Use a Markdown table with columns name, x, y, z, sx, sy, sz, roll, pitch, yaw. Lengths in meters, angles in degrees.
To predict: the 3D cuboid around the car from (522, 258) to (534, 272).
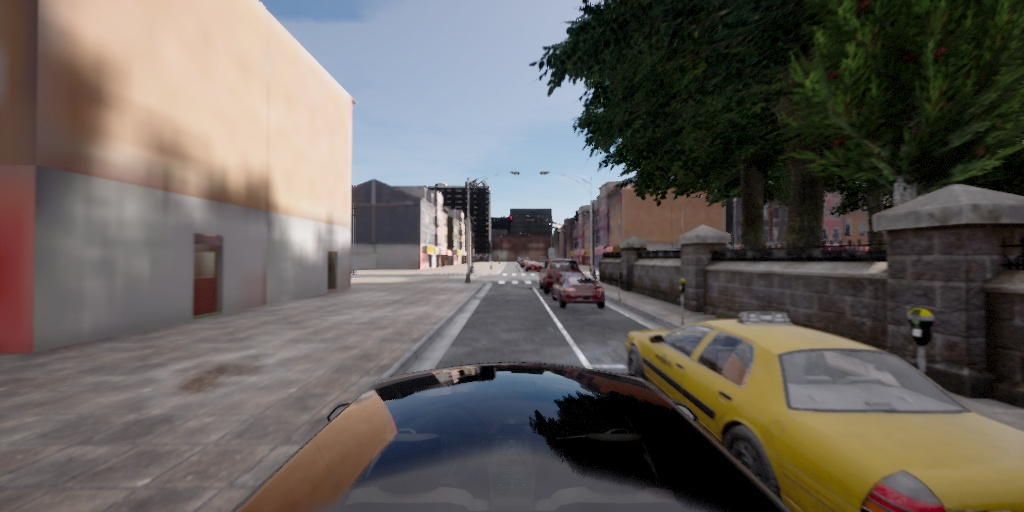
| name | x | y | z | sx | sy | sz | roll | pitch | yaw |
| --- | --- | --- | --- | --- | --- | --- | --- | --- | --- |
| car | 2.618 | 1.331 | 46.644 | 1.888 | 1.381 | 4.507 | 0 | 0 | 0 |

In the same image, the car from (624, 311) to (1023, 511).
| name | x | y | z | sx | sy | sz | roll | pitch | yaw |
| --- | --- | --- | --- | --- | --- | --- | --- | --- | --- |
| car | 2.636 | 1.275 | 4.037 | 1.751 | 1.417 | 4.829 | 0 | 0 | 0 |

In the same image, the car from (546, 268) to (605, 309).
| name | x | y | z | sx | sy | sz | roll | pitch | yaw |
| --- | --- | --- | --- | --- | --- | --- | --- | --- | --- |
| car | 2.631 | 1.331 | 14.766 | 1.802 | 1.307 | 4.207 | 0 | 0 | 0 |

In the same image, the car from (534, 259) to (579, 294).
| name | x | y | z | sx | sy | sz | roll | pitch | yaw |
| --- | --- | --- | --- | --- | --- | --- | --- | --- | --- |
| car | 2.629 | 1.066 | 20.214 | 2.192 | 1.841 | 5.009 | 0 | 0 | 0 |

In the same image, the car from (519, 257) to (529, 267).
| name | x | y | z | sx | sy | sz | roll | pitch | yaw |
| --- | --- | --- | --- | --- | --- | --- | --- | --- | --- |
| car | 2.611 | 1.369 | 62.955 | 1.888 | 1.381 | 4.507 | 0 | 0 | 0 |
